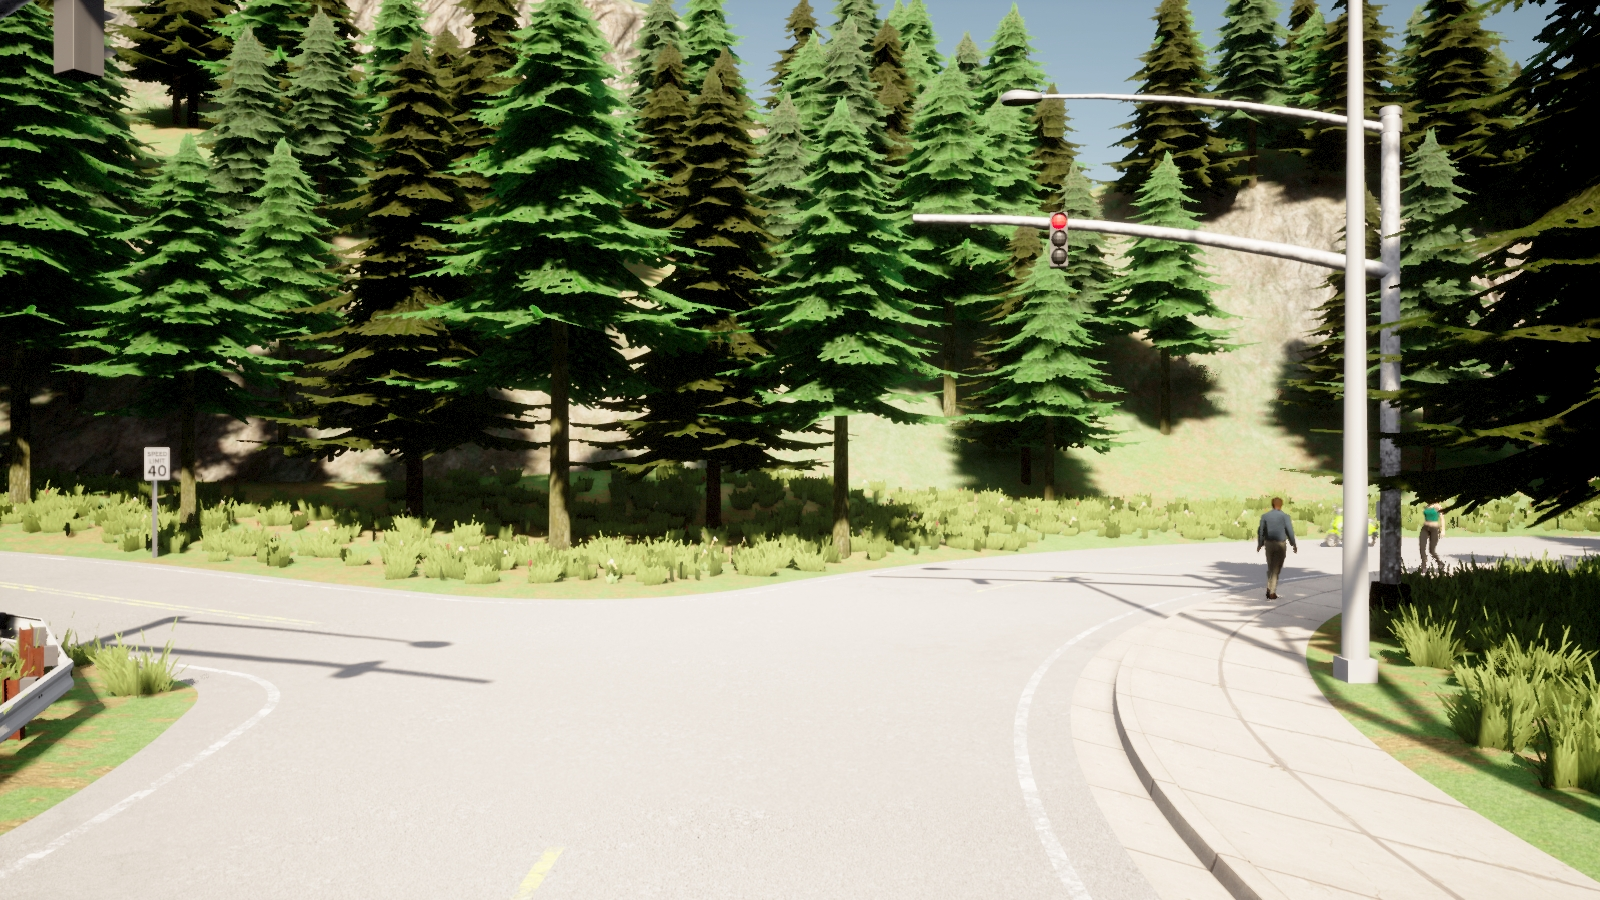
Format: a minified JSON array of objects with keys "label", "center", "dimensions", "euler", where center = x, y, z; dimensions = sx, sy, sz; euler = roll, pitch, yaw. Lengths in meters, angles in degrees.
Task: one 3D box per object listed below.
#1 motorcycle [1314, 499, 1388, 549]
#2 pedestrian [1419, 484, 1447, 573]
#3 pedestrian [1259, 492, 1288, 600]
[{"label":"motorcycle","center":[15.807,2.113,32.774],"dimensions":[1.805,1.316,0.856],"euler":[0,1,-17]},{"label":"pedestrian","center":[13.504,1.668,24.390],"dimensions":[0.375,1.860,0.375],"euler":[0,0,-26]},{"label":"pedestrian","center":[8.293,1.668,20.007],"dimensions":[0.375,1.860,0.375],"euler":[0,0,39]}]
